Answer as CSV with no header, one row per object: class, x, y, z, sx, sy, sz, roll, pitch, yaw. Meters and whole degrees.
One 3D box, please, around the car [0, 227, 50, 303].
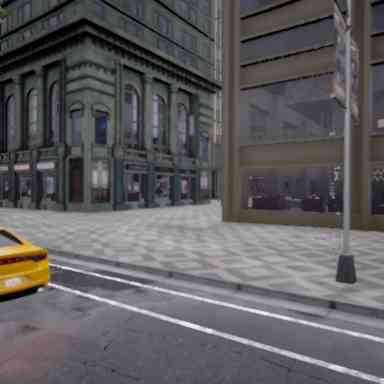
car,-5.202,1.450,7.388,5.008,1.535,1.882,0,0,36
